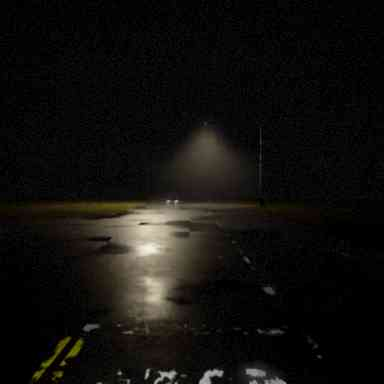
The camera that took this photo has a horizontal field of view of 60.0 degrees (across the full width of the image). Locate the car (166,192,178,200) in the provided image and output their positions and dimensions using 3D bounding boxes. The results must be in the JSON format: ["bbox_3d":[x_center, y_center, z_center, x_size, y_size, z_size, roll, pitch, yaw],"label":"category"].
[{"bbox_3d":[-3.731,0.778,62.412,1.837,1.490,4.892,0,1,0],"label":"car"}]
